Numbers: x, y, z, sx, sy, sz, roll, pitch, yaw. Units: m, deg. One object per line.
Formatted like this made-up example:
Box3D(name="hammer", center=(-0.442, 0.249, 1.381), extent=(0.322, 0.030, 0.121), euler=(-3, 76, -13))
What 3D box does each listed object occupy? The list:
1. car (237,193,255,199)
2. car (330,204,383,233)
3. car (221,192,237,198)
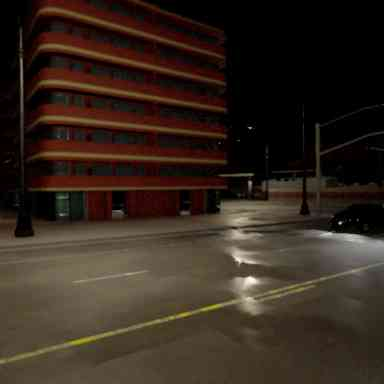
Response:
Box3D(name="car", center=(13.766, 0.871, 82.531), extent=(3.806, 1.475, 1.970), euler=(-1, 1, -35))
Box3D(name="car", center=(10.124, 1.475, 19.675), extent=(4.892, 1.490, 1.837), euler=(0, 0, -35))
Box3D(name="car", center=(9.798, 0.724, 86.755), extent=(4.611, 1.667, 2.242), euler=(-1, 1, -35))
